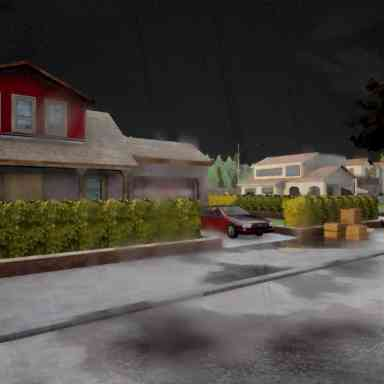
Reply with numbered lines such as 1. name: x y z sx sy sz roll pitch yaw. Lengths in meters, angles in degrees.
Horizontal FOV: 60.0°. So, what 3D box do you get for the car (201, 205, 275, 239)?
1. car: 1.561 1.356 16.546 2.033 1.415 5.357 0 0 -33
